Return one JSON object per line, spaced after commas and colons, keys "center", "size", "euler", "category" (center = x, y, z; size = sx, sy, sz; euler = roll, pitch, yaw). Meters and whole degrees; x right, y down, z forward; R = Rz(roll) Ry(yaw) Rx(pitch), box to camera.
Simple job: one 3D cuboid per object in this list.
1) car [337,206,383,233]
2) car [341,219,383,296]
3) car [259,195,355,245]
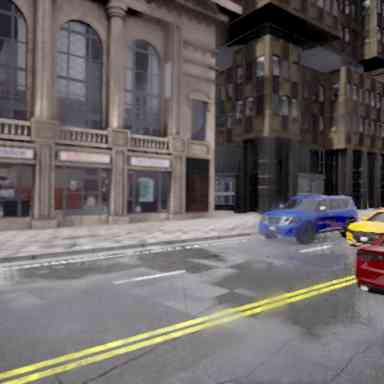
{"center": [8.341, 1.443, 13.624], "size": [5.008, 1.535, 1.882], "euler": [0, 0, -35], "category": "car"}
{"center": [5.677, 1.457, 7.490], "size": [5.008, 1.535, 1.882], "euler": [0, 0, -36], "category": "car"}
{"center": [5.660, 1.189, 15.703], "size": [5.566, 2.045, 2.150], "euler": [0, 0, -35], "category": "car"}
